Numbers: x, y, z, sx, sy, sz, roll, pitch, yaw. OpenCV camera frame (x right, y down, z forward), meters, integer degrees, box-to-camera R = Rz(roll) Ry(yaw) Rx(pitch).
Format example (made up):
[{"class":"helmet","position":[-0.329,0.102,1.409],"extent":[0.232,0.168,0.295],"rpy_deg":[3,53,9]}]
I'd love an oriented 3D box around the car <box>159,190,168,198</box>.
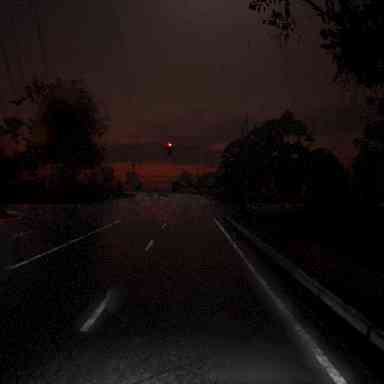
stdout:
[{"class":"car","position":[-7.546,0.403,88.013],"extent":[2.150,2.045,5.566],"rpy_deg":[0,1,-3]}]

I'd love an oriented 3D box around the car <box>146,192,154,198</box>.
[{"class":"car","position":[-11.040,0.705,87.805],"extent":[1.812,1.442,4.674],"rpy_deg":[0,1,-3]}]
